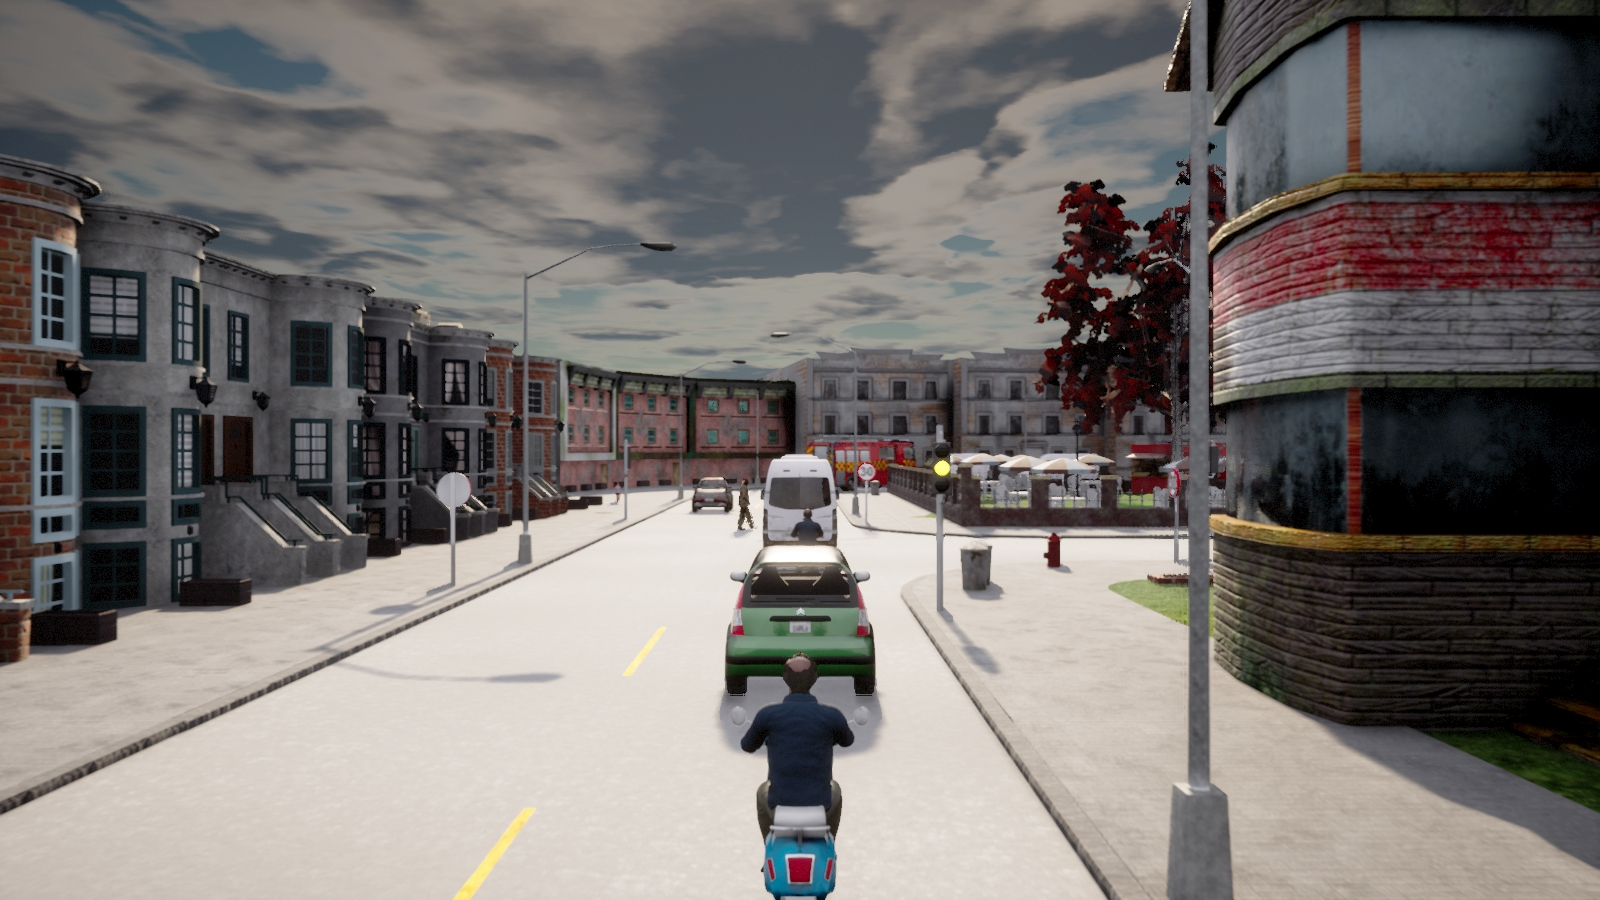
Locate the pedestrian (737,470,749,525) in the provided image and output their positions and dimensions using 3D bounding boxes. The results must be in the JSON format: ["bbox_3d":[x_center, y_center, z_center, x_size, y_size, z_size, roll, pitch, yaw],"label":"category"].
[{"bbox_3d":[-1.960,1.627,39.267,0.375,1.860,0.375,0,0,-5],"label":"pedestrian"}]

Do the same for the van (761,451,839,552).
[{"bbox_3d":[-0.007,1.313,31.967,1.988,2.561,5.915,0,0,0],"label":"van"}]

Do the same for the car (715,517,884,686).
[{"bbox_3d":[-0.001,1.779,14.517,1.851,1.617,3.988,0,0,0],"label":"car"}]

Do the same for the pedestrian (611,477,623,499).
[{"bbox_3d":[-9.134,1.903,57.053,0.500,1.100,0.500,0,0,-22],"label":"pedestrian"}]

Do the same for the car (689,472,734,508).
[{"bbox_3d":[-4.013,1.804,52.511,1.789,1.549,3.705,0,0,0],"label":"car"}]
